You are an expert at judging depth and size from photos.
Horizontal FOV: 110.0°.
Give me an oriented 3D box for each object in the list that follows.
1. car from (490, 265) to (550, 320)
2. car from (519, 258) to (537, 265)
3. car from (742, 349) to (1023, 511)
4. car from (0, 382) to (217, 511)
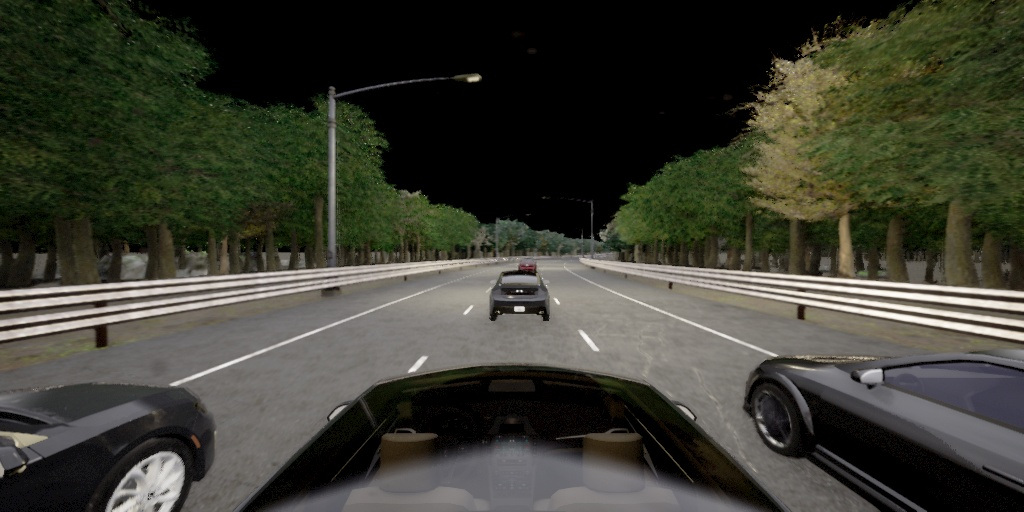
[{"bbox_3d":[0.275,1.248,12.554,1.837,1.490,4.892,0,0,1],"label":"car"},{"bbox_3d":[1.884,1.032,42.473,2.097,1.767,4.553,0,0,5],"label":"car"},{"bbox_3d":[3.632,1.317,2.396,1.994,1.385,4.181,0,0,0],"label":"car"},{"bbox_3d":[-3.373,1.252,0.968,1.837,1.490,4.892,0,0,0],"label":"car"}]
